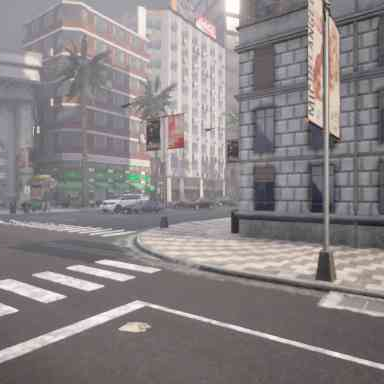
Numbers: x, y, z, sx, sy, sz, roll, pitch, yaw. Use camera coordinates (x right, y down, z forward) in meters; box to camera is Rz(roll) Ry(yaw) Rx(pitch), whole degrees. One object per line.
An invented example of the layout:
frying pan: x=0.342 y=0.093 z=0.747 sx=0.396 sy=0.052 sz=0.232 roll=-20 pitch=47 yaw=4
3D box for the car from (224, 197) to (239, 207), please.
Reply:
car: x=7.443 y=1.584 z=51.218 sx=4.181 sy=1.385 sz=1.994 roll=0 pitch=0 yaw=-43

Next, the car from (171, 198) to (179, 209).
car: x=-1.765 y=1.549 z=45.838 sx=1.812 sy=1.442 sz=4.674 roll=0 pitch=0 yaw=37

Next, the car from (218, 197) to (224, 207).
car: x=4.885 y=1.515 z=53.597 sx=4.902 sy=1.511 sz=2.128 roll=0 pitch=0 yaw=-44

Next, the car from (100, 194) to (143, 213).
car: x=-7.764 y=1.245 z=37.834 sx=2.150 sy=2.045 sz=5.566 roll=0 pitch=0 yaw=36

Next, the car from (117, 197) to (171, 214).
car: x=-5.049 y=1.568 z=35.641 sx=2.033 sy=1.411 sz=5.357 roll=0 pitch=0 yaw=36

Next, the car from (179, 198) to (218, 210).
car: x=0.913 y=1.498 z=43.620 sx=1.882 sy=1.535 sz=5.008 roll=0 pitch=0 yaw=38
